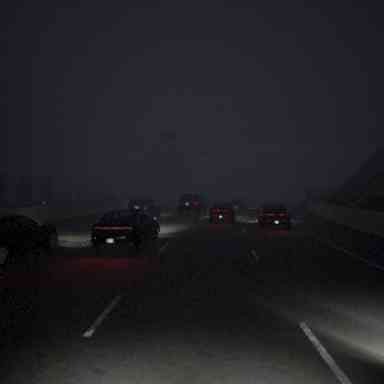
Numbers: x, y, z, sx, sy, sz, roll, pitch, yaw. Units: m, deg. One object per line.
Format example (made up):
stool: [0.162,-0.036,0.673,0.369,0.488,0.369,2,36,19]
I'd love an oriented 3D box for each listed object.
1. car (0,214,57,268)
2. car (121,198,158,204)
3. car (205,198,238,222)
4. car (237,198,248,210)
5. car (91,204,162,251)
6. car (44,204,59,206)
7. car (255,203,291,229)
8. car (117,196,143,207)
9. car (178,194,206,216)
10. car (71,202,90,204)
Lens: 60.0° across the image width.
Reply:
car: [-6.384,1.465,11.227,1.882,1.535,5.008,0,0,4]
car: [-4.146,1.340,29.139,2.097,1.767,4.553,0,0,10]
car: [2.445,1.506,26.225,1.837,1.490,4.892,0,0,9]
car: [6.023,1.507,42.600,1.837,1.490,4.892,0,0,15]
car: [-2.641,1.485,14.038,2.128,1.511,4.902,0,0,5]
car: [-21.213,1.461,49.841,1.837,1.490,4.892,0,0,15]
car: [5.315,1.509,21.961,1.837,1.490,4.892,0,0,8]
car: [-9.636,1.452,52.129,1.882,1.535,5.008,0,0,17]
car: [0.114,1.216,32.987,2.150,2.045,5.566,0,0,11]
car: [-17.303,1.527,50.791,1.994,1.385,4.181,0,0,16]
